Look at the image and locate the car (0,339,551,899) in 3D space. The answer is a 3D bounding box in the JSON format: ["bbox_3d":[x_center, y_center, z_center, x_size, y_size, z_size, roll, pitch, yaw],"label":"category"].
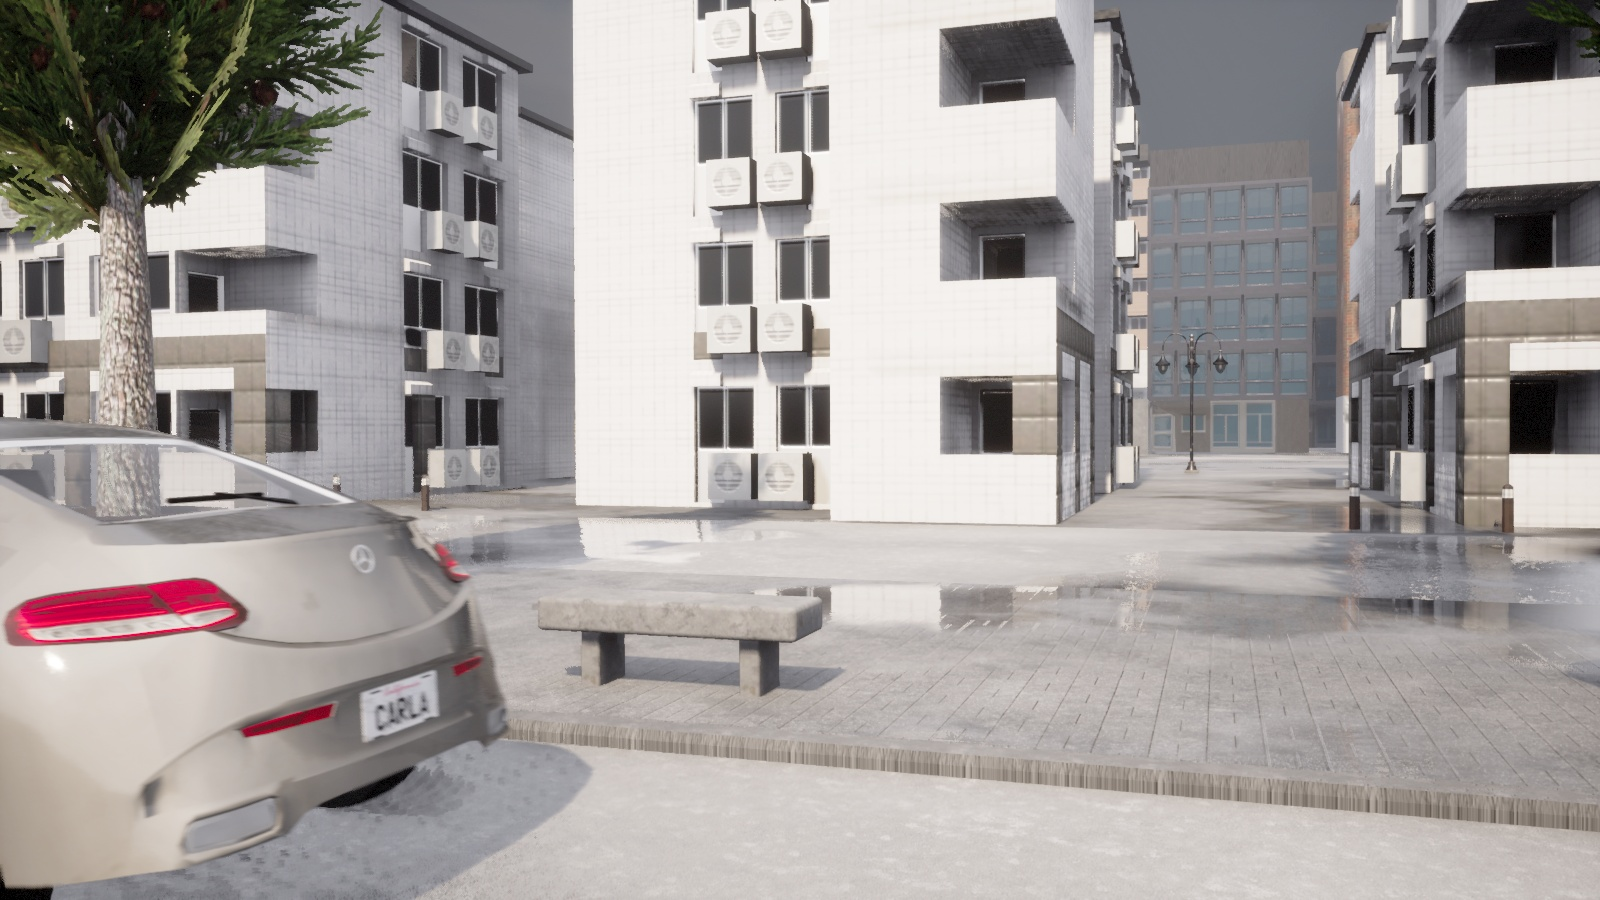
[{"bbox_3d":[-3.756,0.511,4.982,5.027,1.651,2.152,0,1,19],"label":"car"}]
